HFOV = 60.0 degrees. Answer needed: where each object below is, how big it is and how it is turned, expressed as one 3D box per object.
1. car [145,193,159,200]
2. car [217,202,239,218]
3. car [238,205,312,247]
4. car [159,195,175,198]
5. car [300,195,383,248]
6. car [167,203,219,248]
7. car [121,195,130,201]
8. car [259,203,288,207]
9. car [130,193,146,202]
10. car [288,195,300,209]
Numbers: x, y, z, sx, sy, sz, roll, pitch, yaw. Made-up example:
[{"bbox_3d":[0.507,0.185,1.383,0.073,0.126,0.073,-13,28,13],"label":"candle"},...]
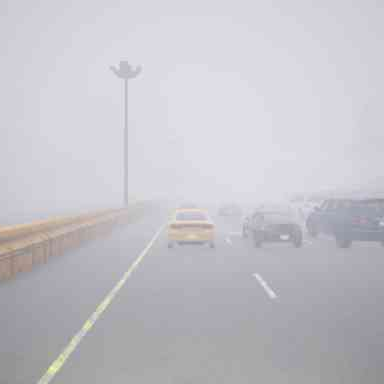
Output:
[{"bbox_3d":[-8.631,1.488,77.833,1.837,1.490,4.892,0,0,14],"label":"car"},{"bbox_3d":[3.256,1.570,29.759,1.994,1.385,4.181,0,0,-1],"label":"car"},{"bbox_3d":[3.446,1.530,14.760,1.812,1.442,4.674,0,0,-1],"label":"car"},{"bbox_3d":[-5.281,1.472,76.819,1.882,1.535,5.008,0,0,14],"label":"car"},{"bbox_3d":[6.946,1.255,14.835,2.150,2.045,5.566,0,0,-1],"label":"car"},{"bbox_3d":[-0.054,1.482,14.716,1.882,1.535,5.008,0,0,-1],"label":"car"},{"bbox_3d":[-15.331,1.454,79.860,1.882,1.535,5.008,0,0,14],"label":"car"},{"bbox_3d":[6.756,1.614,29.834,1.895,1.301,4.718,0,0,-1],"label":"car"},{"bbox_3d":[-11.989,1.207,78.817,2.150,2.045,5.566,0,0,14],"label":"car"},{"bbox_3d":[10.255,1.255,29.878,2.150,2.045,5.566,0,0,-1],"label":"car"}]
